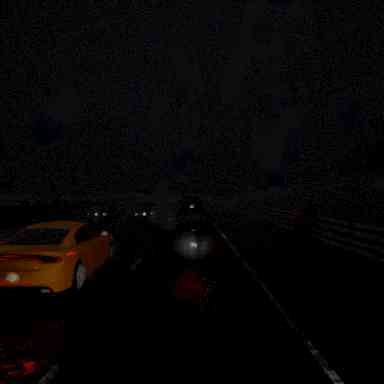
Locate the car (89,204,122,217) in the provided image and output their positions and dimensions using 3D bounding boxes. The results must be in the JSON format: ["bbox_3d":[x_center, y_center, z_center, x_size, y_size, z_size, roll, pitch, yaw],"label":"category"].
[{"bbox_3d":[-7.018,1.689,26.839,2.033,1.411,5.357,0,0,0],"label":"car"}]

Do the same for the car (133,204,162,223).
[{"bbox_3d":[-3.520,1.689,26.898,2.033,1.411,5.357,0,0,0],"label":"car"}]

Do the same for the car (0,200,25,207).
[{"bbox_3d":[-21.450,1.693,40.696,1.882,1.535,5.008,0,0,-1],"label":"car"}]

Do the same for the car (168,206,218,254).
[{"bbox_3d":[0.041,1.573,13.863,1.837,1.490,4.892,0,0,0],"label":"car"}]

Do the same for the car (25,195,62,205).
[{"bbox_3d":[-17.960,1.440,41.118,2.150,2.045,5.566,0,0,-1],"label":"car"}]

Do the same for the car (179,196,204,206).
[{"bbox_3d":[-0.061,1.391,31.379,2.150,2.045,5.566,0,0,-1],"label":"car"}]

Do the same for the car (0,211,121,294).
[{"bbox_3d":[-3.463,1.519,8.939,1.882,1.535,5.008,0,0,0],"label":"car"}]
